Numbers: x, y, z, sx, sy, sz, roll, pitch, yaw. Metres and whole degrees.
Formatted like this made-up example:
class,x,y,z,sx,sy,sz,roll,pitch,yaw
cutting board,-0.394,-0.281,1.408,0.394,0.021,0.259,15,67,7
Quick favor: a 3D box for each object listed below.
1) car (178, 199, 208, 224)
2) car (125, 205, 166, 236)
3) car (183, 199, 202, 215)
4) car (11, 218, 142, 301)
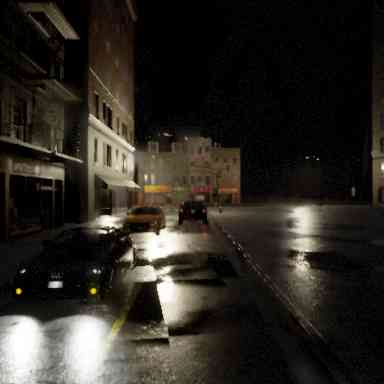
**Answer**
class,x,y,z,sx,sy,sz,roll,pitch,yaw
car,0.072,1.377,25.117,2.097,1.767,4.553,0,0,0
car,-2.558,1.494,18.792,1.882,1.535,5.008,0,0,0
car,0.041,1.520,35.567,1.882,1.535,5.008,0,0,0
car,-2.601,1.570,8.288,1.994,1.385,4.181,0,0,-1
